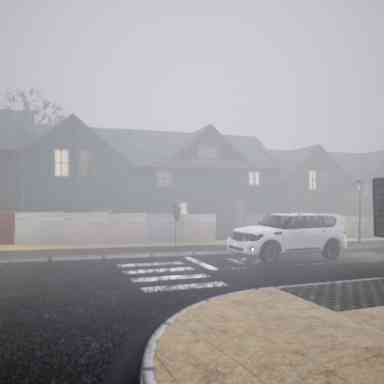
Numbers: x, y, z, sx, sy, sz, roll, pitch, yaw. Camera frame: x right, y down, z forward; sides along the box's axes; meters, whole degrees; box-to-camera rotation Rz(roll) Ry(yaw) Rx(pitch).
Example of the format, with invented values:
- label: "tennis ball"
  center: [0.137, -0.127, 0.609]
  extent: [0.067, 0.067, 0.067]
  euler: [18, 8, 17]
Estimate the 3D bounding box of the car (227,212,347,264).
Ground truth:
- label: "car"
  center: [4.303, 1.918, 14.809]
  extent: [5.566, 2.045, 2.150]
  euler: [2, -2, -24]
